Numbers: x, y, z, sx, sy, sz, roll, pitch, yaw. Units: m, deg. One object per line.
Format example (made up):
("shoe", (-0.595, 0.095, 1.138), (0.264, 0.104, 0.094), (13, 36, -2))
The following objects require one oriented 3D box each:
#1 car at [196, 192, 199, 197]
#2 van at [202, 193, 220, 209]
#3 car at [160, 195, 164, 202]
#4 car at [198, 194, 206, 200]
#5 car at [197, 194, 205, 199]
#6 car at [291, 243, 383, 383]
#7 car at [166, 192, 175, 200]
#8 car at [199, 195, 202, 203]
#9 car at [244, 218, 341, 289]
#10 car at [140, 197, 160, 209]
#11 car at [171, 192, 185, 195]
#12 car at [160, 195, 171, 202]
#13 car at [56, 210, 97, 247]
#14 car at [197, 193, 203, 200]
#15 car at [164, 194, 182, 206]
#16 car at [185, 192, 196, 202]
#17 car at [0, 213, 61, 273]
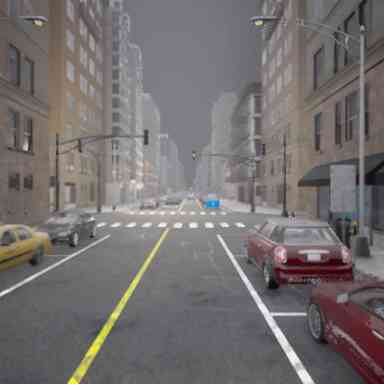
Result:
("car", (2.468, 1.110, 70.076), (2.192, 1.841, 5.009), (0, 0, 0))
("van", (2.536, 1.224, 41.670), (1.690, 1.788, 3.998), (0, 0, 0))
("car", (-5.502, 1.410, 47.324), (1.887, 1.381, 4.507), (0, 0, 0))
("car", (2.441, 1.195, 81.439), (1.967, 1.590, 4.097), (0, 0, 0))
("car", (2.413, 1.265, 92.802), (2.008, 1.369, 4.403), (0, 0, 0))
("car", (2.628, 1.572, 3.552), (1.802, 1.307, 4.206), (0, 0, 0))
("car", (-5.598, 1.049, 87.096), (2.192, 1.841, 5.009), (0, 0, 0))
("car", (2.509, 1.432, 53.033), (1.802, 1.307, 4.206), (0, 0, 0))
("car", (2.615, 1.415, 9.070), (1.967, 1.590, 4.097), (0, 0, 0))
("car", (-5.489, 1.432, 41.642), (2.008, 1.369, 4.403), (0, 0, 0))
("car", (-2.918, 1.282, 67.355), (1.882, 1.535, 5.008), (0, 1, 0))
("car", (-5.557, 1.360, 70.052), (1.947, 1.339, 4.313), (0, 0, 0))
("car", (-5.423, 1.509, 14.561), (2.008, 1.369, 4.403), (0, 0, 0))
("car", (2.482, 1.397, 64.396), (1.802, 1.307, 4.206), (0, 0, 0))
("car", (-2.943, 1.420, 50.889), (1.994, 1.385, 4.181), (0, 0, 0))
("car", (-0.173, 1.321, 71.377), (2.033, 1.411, 5.357), (0, 0, 0))
("car", (-5.410, 1.500, 8.873), (1.752, 1.417, 4.829), (0, 0, 0))
